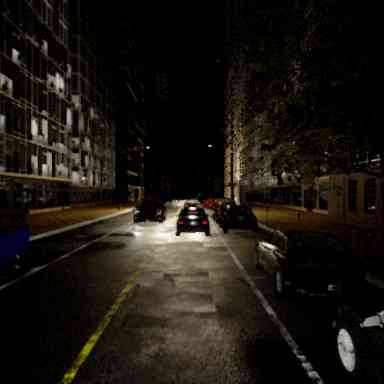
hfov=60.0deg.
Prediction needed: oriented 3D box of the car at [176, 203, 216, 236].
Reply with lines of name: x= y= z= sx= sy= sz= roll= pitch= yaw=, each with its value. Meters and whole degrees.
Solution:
car: x=0.042 y=1.587 z=18.812 sx=2.033 sy=1.411 sz=5.357 roll=0 pitch=0 yaw=0

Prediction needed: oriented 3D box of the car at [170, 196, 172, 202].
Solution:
car: x=-5.917 y=1.654 z=76.719 sx=1.887 sy=1.381 sz=4.507 roll=0 pitch=0 yaw=0

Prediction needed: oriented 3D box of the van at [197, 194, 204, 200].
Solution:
van: x=2.412 y=1.445 z=93.814 sx=1.690 sy=1.788 sz=3.998 roll=0 pitch=0 yaw=0

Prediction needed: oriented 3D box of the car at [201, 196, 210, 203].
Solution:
car: x=2.550 y=1.626 z=48.275 sx=1.887 sy=1.381 sz=4.507 roll=0 pitch=0 yaw=0

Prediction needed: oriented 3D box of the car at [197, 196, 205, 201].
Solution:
car: x=2.429 y=1.669 z=88.120 sx=1.947 sy=1.339 sz=4.313 roll=0 pitch=0 yaw=0

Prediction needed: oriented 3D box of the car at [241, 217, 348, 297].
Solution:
car: x=2.671 y=1.569 z=8.428 sx=2.008 sy=1.369 sz=4.403 roll=0 pitch=0 yaw=0

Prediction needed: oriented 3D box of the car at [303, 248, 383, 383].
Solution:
car: x=2.689 y=1.556 z=2.735 sx=2.008 sy=1.369 sz=4.403 roll=0 pitch=0 yaw=0

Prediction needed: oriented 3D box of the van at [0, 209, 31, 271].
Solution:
van: x=-5.709 y=1.367 z=8.407 sx=1.690 sy=1.788 sz=3.998 roll=0 pitch=0 yaw=0

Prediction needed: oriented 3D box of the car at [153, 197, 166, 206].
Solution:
car: x=-5.865 y=1.645 z=59.640 sx=1.887 sy=1.381 sz=4.507 roll=0 pitch=0 yaw=0

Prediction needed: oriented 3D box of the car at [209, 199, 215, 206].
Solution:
car: x=2.619 y=1.489 z=25.505 sx=1.967 sy=1.590 sz=4.097 roll=0 pitch=0 yaw=0

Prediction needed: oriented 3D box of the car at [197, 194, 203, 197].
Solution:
car: x=2.498 y=1.661 z=65.352 sx=1.947 sy=1.339 sz=4.313 roll=0 pitch=0 yaw=0

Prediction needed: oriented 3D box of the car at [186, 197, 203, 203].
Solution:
car: x=-0.018 y=1.622 z=40.825 sx=2.033 sy=1.411 sz=5.357 roll=0 pitch=0 yaw=0

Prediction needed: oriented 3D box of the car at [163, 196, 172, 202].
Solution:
car: x=-5.934 y=1.677 z=82.411 sx=1.947 sy=1.339 sz=4.313 roll=0 pitch=0 yaw=0

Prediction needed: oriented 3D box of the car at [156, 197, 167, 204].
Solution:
car: x=-5.882 y=1.685 z=65.334 sx=1.802 sy=1.307 sz=4.206 roll=0 pitch=0 yaw=0

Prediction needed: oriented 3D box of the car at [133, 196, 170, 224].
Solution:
car: x=-3.071 y=1.406 z=25.077 sx=2.097 sy=1.767 sz=4.553 roll=0 pitch=0 yaw=0

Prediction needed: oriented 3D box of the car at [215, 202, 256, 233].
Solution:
car: x=2.637 y=1.479 z=19.813 sx=1.967 sy=1.590 sz=4.097 roll=0 pitch=0 yaw=0
